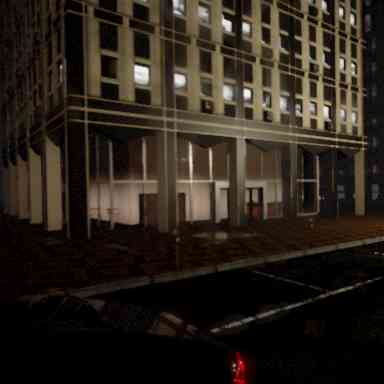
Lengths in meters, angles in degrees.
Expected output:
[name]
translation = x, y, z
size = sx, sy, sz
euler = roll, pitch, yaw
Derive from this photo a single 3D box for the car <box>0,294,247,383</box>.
[car]
translation = -1.536, 1.564, 2.265
size = 4.181, 1.385, 1.994
euler = 0, 0, -35
